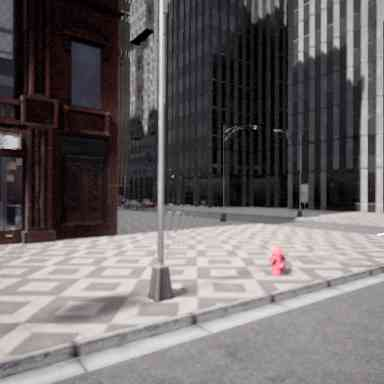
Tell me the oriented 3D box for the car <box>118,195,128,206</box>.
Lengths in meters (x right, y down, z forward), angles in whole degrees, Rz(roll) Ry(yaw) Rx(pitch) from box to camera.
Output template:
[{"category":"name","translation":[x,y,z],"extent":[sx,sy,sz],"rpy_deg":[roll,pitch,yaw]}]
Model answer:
[{"category":"car","translation":[-12.815,1.524,57.601],"extent":[2.150,2.045,5.566],"rpy_deg":[0,0,-35]}]

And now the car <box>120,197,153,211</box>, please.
[{"category":"car","translation":[-7.543,1.758,44.859],"extent":[1.837,1.490,4.892],"rpy_deg":[0,-1,-35]}]

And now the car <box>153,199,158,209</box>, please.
[{"category":"car","translation":[-6.551,1.780,48.835],"extent":[1.837,1.490,4.892],"rpy_deg":[0,0,-35]}]
